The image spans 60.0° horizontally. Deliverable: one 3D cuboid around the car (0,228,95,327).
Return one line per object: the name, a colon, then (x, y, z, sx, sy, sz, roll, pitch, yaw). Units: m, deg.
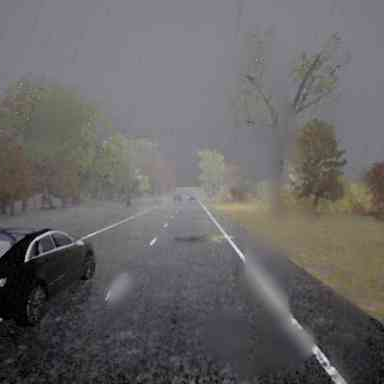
car: (-3.499, 1.489, 6.968, 2.128, 1.511, 4.902, 0, 0, 0)

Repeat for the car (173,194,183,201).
car: (-3.511, 1.435, 80.907, 1.812, 1.442, 4.674, 0, 0, 0)

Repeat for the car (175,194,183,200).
car: (-3.512, 1.293, 90.917, 1.837, 1.490, 4.892, 0, 0, 0)

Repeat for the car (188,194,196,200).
car: (-0.013, 1.346, 90.918, 1.994, 1.385, 4.181, 0, 0, 0)

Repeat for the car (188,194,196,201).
car: (-0.011, 1.506, 80.938, 1.895, 1.301, 4.718, 0, 0, 0)
